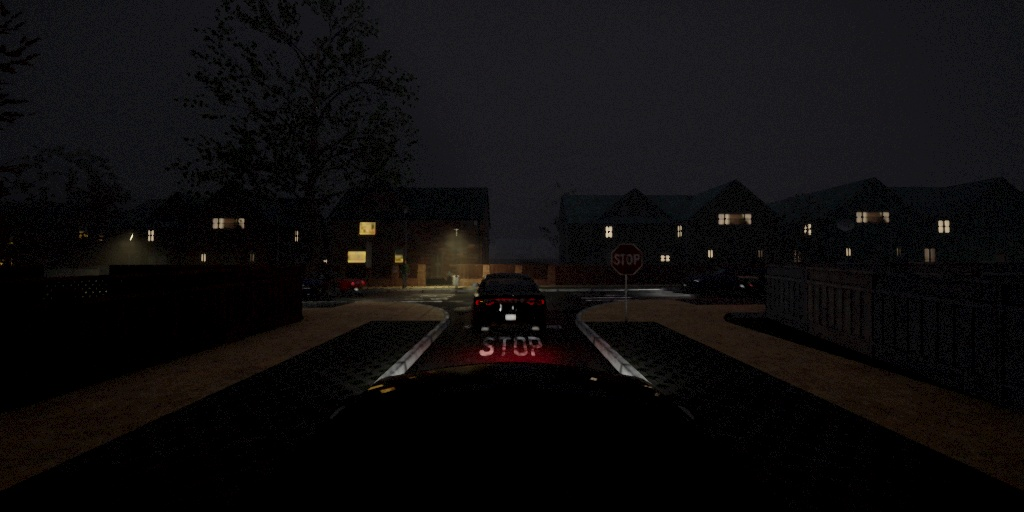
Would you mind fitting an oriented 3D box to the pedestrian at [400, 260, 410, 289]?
[{"bbox_3d":[-6.704,1.116,22.403,0.375,1.860,0.375,0,-1,1],"label":"pedestrian"}]

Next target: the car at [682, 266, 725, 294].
[{"bbox_3d":[11.621,1.260,19.239,4.674,1.442,1.812,0,-1,1],"label":"car"}]

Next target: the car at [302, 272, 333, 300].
[{"bbox_3d":[-11.373,1.351,16.597,5.008,1.535,1.882,-1,-1,1],"label":"car"}]

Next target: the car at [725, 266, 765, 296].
[{"bbox_3d":[12.871,1.140,16.273,4.902,1.511,2.128,0,-1,1],"label":"car"}]

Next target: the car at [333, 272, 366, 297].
[{"bbox_3d":[-10.663,1.542,19.535,4.718,1.301,1.895,-1,-1,1],"label":"car"}]

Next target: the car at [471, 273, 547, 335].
[{"bbox_3d":[-0.166,1.231,10.622,1.882,1.535,5.008,0,0,-3],"label":"car"}]
